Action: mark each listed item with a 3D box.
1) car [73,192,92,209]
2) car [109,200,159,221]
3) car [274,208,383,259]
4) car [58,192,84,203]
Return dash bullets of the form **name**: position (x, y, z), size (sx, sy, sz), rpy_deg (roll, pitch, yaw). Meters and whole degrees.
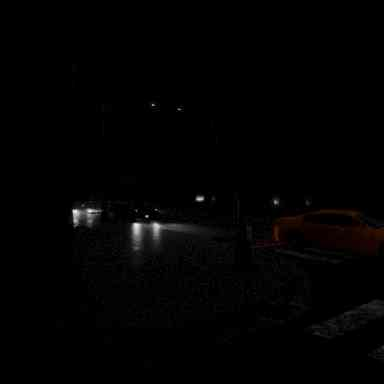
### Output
- **car**: position (-12.026, 1.017, 34.693), size (1.895, 1.301, 4.718), rpy_deg (0, 1, -35)
- **car**: position (-4.171, 1.246, 23.527), size (1.895, 1.301, 4.718), rpy_deg (0, 1, -34)
- **car**: position (5.360, 1.364, 11.547), size (5.008, 1.535, 1.882), rpy_deg (1, 1, 41)
- **car**: position (-17.187, 0.711, 47.125), size (2.033, 1.411, 5.357), rpy_deg (0, 1, -35)
